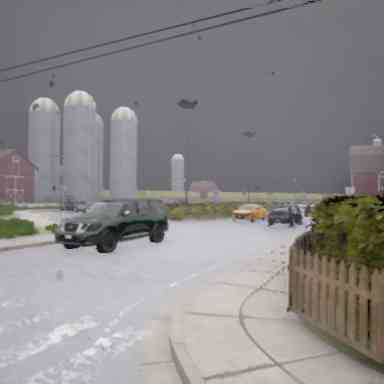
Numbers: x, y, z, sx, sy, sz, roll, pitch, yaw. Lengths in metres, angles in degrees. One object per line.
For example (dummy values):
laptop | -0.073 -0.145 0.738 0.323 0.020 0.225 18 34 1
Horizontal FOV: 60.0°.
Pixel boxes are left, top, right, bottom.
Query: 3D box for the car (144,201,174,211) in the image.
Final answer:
car | -4.676 1.966 47.792 1.895 1.301 4.718 1 -1 28

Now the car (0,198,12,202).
car | -26.142 1.551 45.249 4.193 1.474 1.816 1 -1 29

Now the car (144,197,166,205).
car | -8.756 2.062 78.688 4.611 1.667 2.242 1 -1 29

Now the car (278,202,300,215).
car | 12.740 2.093 43.495 1.812 1.442 4.674 1 -1 29

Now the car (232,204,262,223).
car | 5.163 1.819 29.760 1.882 1.535 5.008 1 -1 29

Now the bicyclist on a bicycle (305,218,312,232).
bicyclist on a bicycle | 6.534 1.545 16.689 1.656 1.620 0.582 0 -1 29

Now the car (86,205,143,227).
car | -5.789 1.709 24.716 4.181 1.385 1.994 0 -1 41

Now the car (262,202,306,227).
car | 7.310 1.843 25.977 1.837 1.490 4.892 1 0 29

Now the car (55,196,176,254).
car | -3.183 1.311 14.525 2.150 2.045 5.566 1 0 29

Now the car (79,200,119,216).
car | -9.902 1.665 35.896 1.882 1.535 5.008 1 -1 15

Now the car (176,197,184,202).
car | -3.740 1.797 60.062 4.605 1.855 1.932 1 -1 29

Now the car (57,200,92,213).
car | -14.253 1.686 40.191 3.905 1.438 1.784 1 -1 29

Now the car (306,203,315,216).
car | 14.696 2.063 39.465 1.837 1.490 4.892 1 -1 29
